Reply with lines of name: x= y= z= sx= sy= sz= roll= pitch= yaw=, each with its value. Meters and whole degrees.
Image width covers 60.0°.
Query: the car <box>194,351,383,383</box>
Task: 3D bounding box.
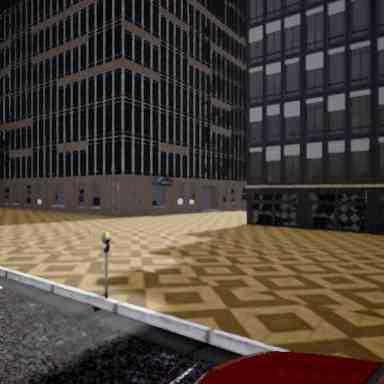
car: x=1.791 y=1.589 z=1.605 sx=4.206 sy=1.307 sz=1.802 roll=1 pitch=0 yaw=36
